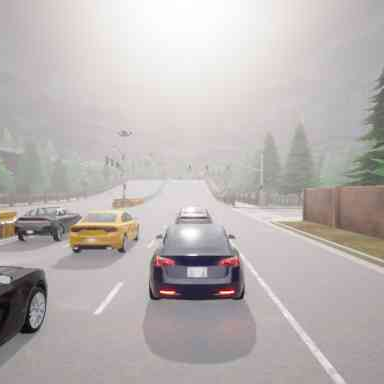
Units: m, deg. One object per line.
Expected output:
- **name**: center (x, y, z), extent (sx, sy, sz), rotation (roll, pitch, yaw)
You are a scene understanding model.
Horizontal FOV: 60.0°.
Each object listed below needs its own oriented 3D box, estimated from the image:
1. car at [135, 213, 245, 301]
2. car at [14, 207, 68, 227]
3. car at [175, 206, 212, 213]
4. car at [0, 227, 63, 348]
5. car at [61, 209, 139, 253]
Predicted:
- **car**: center (0.096, 1.504, 8.400), extent (2.163, 1.488, 4.792), rotation (0, 0, 0)
- **car**: center (-6.909, 1.491, 16.599), extent (2.128, 1.511, 4.902), rotation (0, 0, 0)
- **car**: center (0.090, 1.492, 17.491), extent (2.128, 1.511, 4.902), rotation (0, 0, 0)
- **car**: center (-3.400, 1.478, 3.737), extent (1.882, 1.535, 5.008), rotation (0, 0, 0)
- **car**: center (-3.407, 1.478, 13.754), extent (1.882, 1.535, 5.008), rotation (0, 0, 0)
